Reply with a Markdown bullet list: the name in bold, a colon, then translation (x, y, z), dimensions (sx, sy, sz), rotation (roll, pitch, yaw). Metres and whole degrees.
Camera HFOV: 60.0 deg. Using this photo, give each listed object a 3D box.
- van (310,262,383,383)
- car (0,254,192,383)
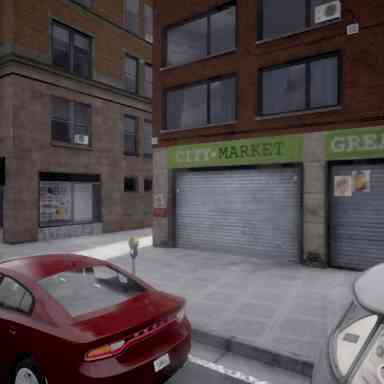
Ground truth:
- **van**: translation (2.497, 1.341, 1.295), dimensions (3.998, 1.788, 1.690), rotation (0, 0, 35)
- **car**: translation (-2.112, 1.544, 4.581), dimensions (4.507, 1.381, 1.887), rotation (0, 0, 35)
